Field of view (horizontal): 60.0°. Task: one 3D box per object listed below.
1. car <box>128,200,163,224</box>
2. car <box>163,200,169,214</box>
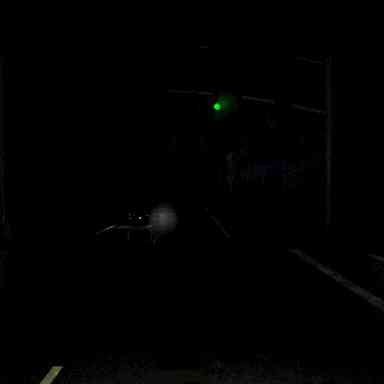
[{"bbox_3d":[-3.490,1.501,24.914,1.837,1.490,4.892,0,0,0],"label":"car"},{"bbox_3d":[-3.439,1.543,35.250,2.033,1.411,5.357,0,0,0],"label":"car"}]
